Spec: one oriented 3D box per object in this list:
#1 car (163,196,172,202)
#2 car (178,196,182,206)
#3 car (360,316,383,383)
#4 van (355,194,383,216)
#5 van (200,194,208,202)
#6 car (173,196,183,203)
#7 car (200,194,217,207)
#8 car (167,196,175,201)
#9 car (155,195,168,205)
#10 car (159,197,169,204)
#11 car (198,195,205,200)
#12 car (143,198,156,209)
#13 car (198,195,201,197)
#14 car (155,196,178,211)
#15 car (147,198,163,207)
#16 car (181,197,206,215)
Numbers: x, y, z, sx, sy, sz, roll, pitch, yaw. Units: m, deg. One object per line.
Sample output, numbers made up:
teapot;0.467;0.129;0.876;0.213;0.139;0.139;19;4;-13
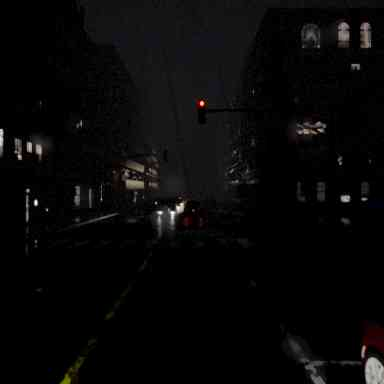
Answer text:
car;-5.624;1.565;78.355;1.752;1.417;4.829;-1;0;0
car;-3.033;1.545;55.347;1.812;1.442;4.674;0;1;-2
car;2.684;1.544;1.873;1.887;1.381;4.507;0;0;0
van;15.667;1.036;27.432;3.998;1.788;1.690;-1;1;-1
van;2.754;1.381;78.512;1.690;1.788;3.998;-1;0;0
car;-2.935;1.508;71.106;2.033;1.411;5.357;0;0;0
car;2.729;1.455;50.873;1.967;1.590;4.097;-1;0;0
car;-5.613;1.635;89.581;1.802;1.307;4.206;-1;0;0
car;-5.641;1.464;61.941;1.967;1.590;4.097;-1;0;0
car;-5.635;1.611;67.469;1.802;1.307;4.206;-1;0;0
car;2.772;1.605;95.096;1.887;1.381;4.507;-1;0;0
car;-5.655;1.562;45.358;2.008;1.369;4.403;0;0;0
car;2.746;1.580;67.456;2.008;1.369;4.403;-1;0;0
car;-3.060;1.535;41.029;1.812;1.442;4.674;0;0;0
car;-5.650;1.581;50.885;1.947;1.339;4.313;0;0;0
car;0.131;1.530;33.551;1.812;1.442;4.674;0;0;0
